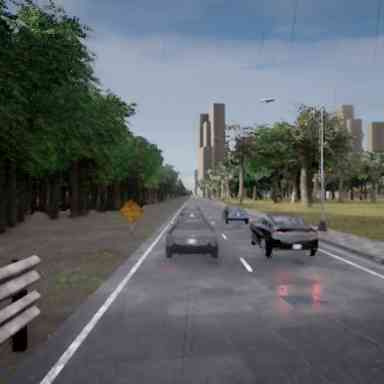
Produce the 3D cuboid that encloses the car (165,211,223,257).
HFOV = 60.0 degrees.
[{"bbox_3d":[0.017,1.695,13.535,1.994,1.385,4.181,0,0,1],"label":"car"}]

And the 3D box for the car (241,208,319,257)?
[{"bbox_3d":[3.518,1.623,13.487,2.128,1.511,4.902,0,0,0],"label":"car"}]

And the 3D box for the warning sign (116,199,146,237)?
[{"bbox_3d":[-3.051,1.277,16.794,1.300,1.860,1.060,0,0,0],"label":"warning sign"}]

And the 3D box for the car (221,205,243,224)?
[{"bbox_3d":[3.504,1.811,27.523,2.033,1.411,5.357,0,-1,0],"label":"car"}]

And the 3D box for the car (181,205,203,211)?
[{"bbox_3d":[0.017,1.838,28.551,1.994,1.385,4.181,0,0,1],"label":"car"}]
